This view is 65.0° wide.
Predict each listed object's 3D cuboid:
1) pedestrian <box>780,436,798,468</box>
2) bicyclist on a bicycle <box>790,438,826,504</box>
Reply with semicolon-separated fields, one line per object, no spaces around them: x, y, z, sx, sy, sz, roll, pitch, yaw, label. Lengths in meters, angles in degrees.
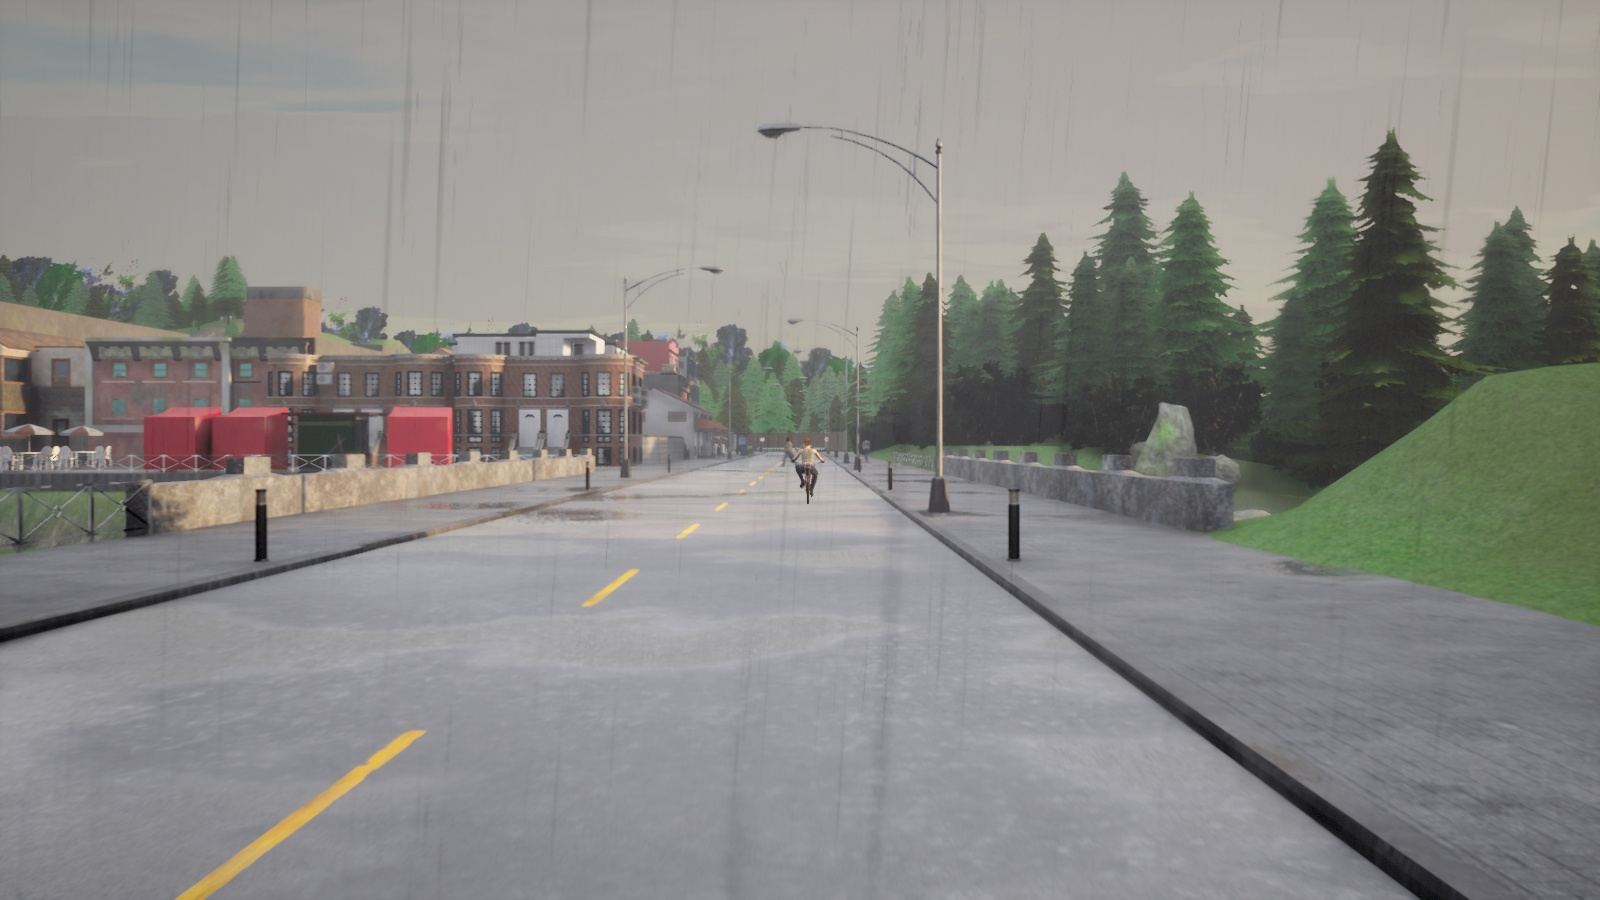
-0.644;0.126;72.435;0.900;1.855;0.874;0;0;-8;pedestrian
0.193;0.507;31.198;0.866;1.612;1.509;0;0;0;bicyclist on a bicycle
